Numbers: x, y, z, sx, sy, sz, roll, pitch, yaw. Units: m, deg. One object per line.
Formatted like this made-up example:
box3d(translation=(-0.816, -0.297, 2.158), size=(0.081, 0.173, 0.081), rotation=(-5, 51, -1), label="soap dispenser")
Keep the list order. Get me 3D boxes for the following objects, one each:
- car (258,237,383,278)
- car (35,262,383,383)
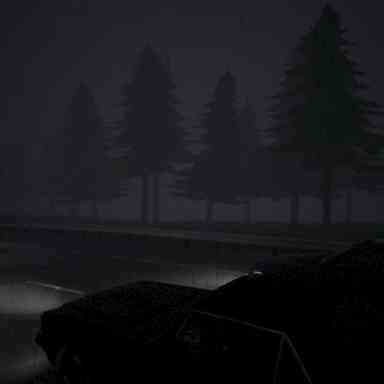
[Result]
box3d(translation=(3.255, 1.522, 5.702), size=(4.674, 1.442, 1.812), rotation=(0, 0, 34), label="car")
box3d(translation=(0.495, 1.602, 3.444), size=(4.718, 1.301, 1.895), rotation=(0, 0, 33), label="car")
